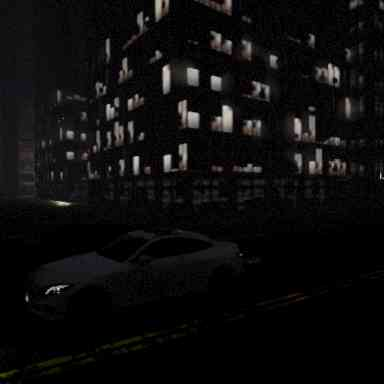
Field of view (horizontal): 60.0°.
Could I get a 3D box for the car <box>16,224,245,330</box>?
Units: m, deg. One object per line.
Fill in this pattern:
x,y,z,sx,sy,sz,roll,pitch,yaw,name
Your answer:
-0.908,1.537,7.027,4.674,1.442,1.812,0,0,-35,car

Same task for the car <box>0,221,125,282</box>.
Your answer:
-2.996,1.558,9.526,5.357,1.411,2.033,0,0,-36,car
